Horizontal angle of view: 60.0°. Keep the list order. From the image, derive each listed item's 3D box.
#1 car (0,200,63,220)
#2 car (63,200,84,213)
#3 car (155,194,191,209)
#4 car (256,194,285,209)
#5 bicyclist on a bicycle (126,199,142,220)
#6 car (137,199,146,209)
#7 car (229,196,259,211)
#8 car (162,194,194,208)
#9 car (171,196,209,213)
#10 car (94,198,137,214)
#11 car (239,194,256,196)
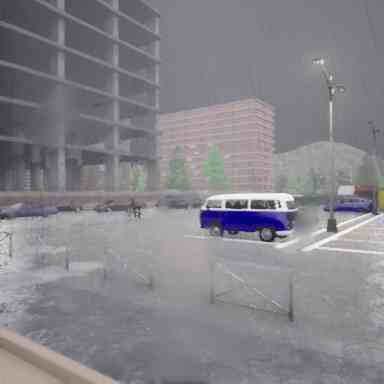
[{"bbox_3d":[-14.744,1.649,29.590,2.033,1.411,5.357,0,0,35],"label":"car"},{"bbox_3d":[-14.196,1.612,36.429,2.128,1.511,4.902,0,0,35],"label":"car"},{"bbox_3d":[-2.727,1.323,46.561,2.150,2.045,5.566,0,0,35],"label":"car"},{"bbox_3d":[13.530,1.284,57.127,2.150,2.045,5.566,0,0,35],"label":"car"},{"bbox_3d":[-4.396,1.346,25.203,1.656,1.620,0.582,-1,0,35],"label":"bicyclist on a bicycle"},{"bbox_3d":[-8.263,1.612,44.809,2.128,1.511,4.902,0,0,35],"label":"car"},{"bbox_3d":[7.757,1.627,48.953,1.994,1.385,4.181,0,0,35],"label":"car"},{"bbox_3d":[-2.128,1.342,53.423,2.150,2.045,5.566,0,0,35],"label":"car"},{"bbox_3d":[-0.204,1.587,43.753,1.837,1.490,4.892,0,0,35],"label":"car"},{"bbox_3d":[-8.911,1.607,37.840,1.837,1.490,4.892,0,0,35],"label":"car"},{"bbox_3d":[10.865,1.573,59.414,2.128,1.511,4.902,0,0,35],"label":"car"}]
